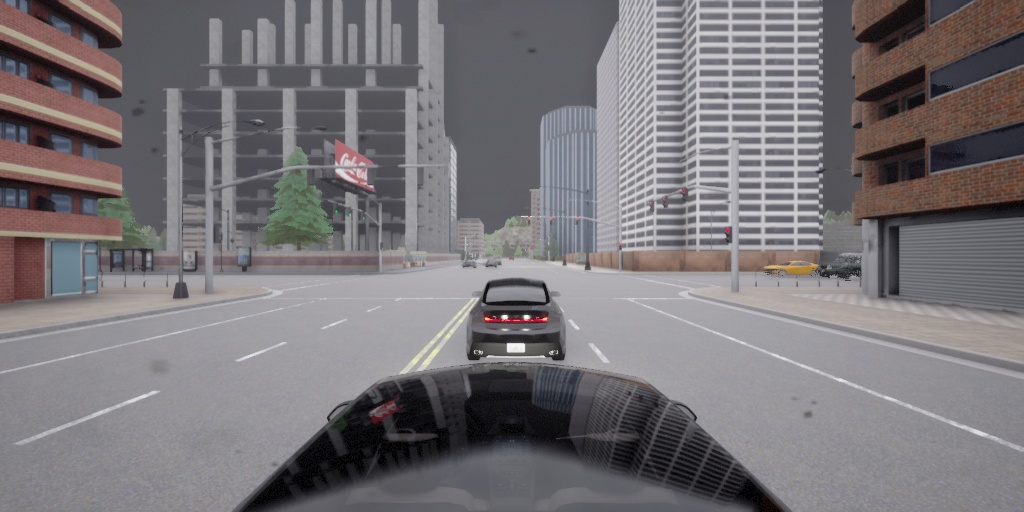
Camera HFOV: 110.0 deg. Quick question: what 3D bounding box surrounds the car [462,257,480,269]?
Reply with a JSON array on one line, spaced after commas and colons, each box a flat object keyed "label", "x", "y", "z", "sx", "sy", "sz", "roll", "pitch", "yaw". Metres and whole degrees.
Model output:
[{"label": "car", "x": -6.797, "y": 1.304, "z": 57.282, "sx": 1.994, "sy": 1.385, "sz": 4.181, "roll": 0, "pitch": 0, "yaw": 1}]

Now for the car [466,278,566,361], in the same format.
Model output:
[{"label": "car", "x": 0.095, "y": 1.254, "z": 8.278, "sx": 1.837, "sy": 1.490, "sz": 4.892, "roll": 0, "pitch": 0, "yaw": 1}]

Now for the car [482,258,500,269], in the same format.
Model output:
[{"label": "car", "x": -3.298, "y": 1.244, "z": 57.536, "sx": 1.837, "sy": 1.490, "sz": 4.892, "roll": 0, "pitch": 0, "yaw": 1}]

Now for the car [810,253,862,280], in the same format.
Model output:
[{"label": "car", "x": 29.839, "y": 0.967, "z": 31.233, "sx": 5.566, "sy": 2.045, "sz": 2.150, "roll": 0, "pitch": 0, "yaw": 0}]

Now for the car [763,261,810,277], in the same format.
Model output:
[{"label": "car", "x": 27.125, "y": 1.222, "z": 34.736, "sx": 5.008, "sy": 1.535, "sz": 1.882, "roll": 0, "pitch": 0, "yaw": 0}]
